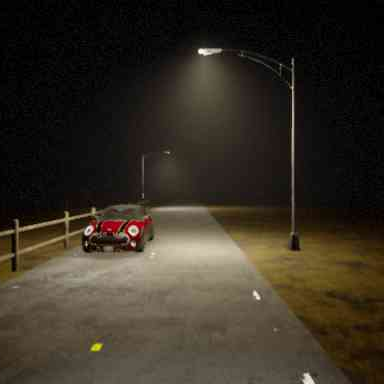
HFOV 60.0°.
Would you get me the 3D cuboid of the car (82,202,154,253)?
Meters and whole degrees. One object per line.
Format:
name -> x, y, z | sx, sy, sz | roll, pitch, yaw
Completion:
car -> -2.819, 1.331, 13.541 | 2.097, 1.767, 4.553 | 0, 0, 0
